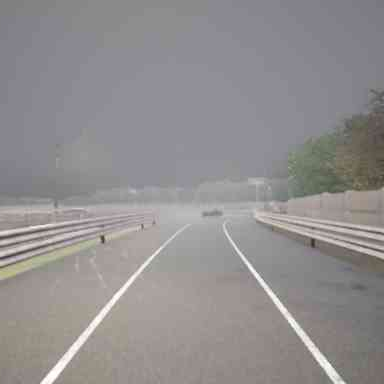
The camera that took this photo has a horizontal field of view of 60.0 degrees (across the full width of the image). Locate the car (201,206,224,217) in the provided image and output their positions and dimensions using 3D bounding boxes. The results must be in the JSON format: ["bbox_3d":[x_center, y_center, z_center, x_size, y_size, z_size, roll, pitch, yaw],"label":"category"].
[{"bbox_3d":[3.451,3.444,55.339,2.033,1.411,5.357,-1,-2,29],"label":"car"}]

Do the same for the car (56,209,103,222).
[{"bbox_3d":[-11.658,2.564,34.888,1.882,1.535,5.008,-2,-3,44],"label":"car"}]
